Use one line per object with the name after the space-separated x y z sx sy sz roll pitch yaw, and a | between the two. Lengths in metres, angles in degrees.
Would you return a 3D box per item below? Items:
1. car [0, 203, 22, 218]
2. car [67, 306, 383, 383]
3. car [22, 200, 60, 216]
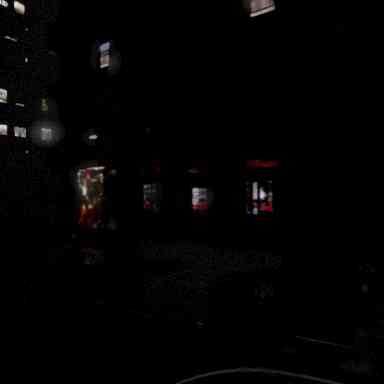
-17.635 1.629 28.719 2.008 1.369 4.403 0 1 35 | car
0.884 1.555 2.244 4.403 1.369 2.008 -1 0 36 | car
-14.537 1.529 33.138 1.752 1.417 4.829 0 1 35 | car
